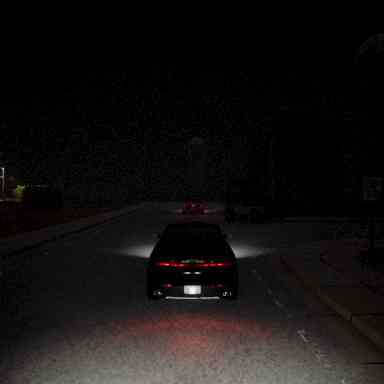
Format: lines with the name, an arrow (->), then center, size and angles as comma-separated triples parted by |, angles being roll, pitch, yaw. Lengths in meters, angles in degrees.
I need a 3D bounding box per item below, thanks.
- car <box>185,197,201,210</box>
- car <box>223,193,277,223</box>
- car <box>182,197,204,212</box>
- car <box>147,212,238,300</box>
car -> 0.131, 1.472, 43.728 | 2.033, 1.411, 5.357 | 0, 0, 0
car -> 4.191, 1.116, 24.118 | 1.905, 1.878, 3.866 | -8, 4, -42
car -> 0.121, 1.295, 33.605 | 2.097, 1.767, 4.553 | 0, 0, 0
car -> 0.013, 1.492, 8.353 | 1.837, 1.490, 4.892 | 0, 0, 0
